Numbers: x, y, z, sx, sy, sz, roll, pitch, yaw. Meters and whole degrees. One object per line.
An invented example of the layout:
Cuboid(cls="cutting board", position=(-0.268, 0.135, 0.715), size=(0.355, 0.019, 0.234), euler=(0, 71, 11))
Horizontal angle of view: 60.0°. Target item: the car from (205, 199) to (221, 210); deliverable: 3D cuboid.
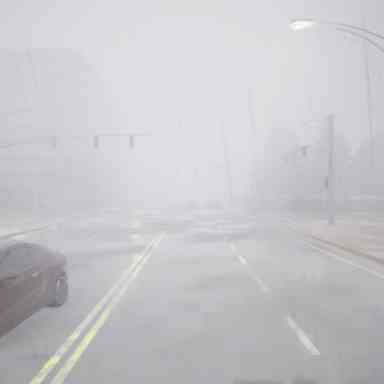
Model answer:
Cuboid(cls="car", position=(3.500, 1.967, 52.280), size=(1.837, 1.490, 4.892), euler=(0, -1, 0))

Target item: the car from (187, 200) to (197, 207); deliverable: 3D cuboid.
Cuboid(cls="car", position=(0.001, 2.156, 62.746), size=(1.895, 1.301, 4.718), euler=(0, -1, 0))

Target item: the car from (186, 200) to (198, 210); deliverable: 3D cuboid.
Cuboid(cls="car", position=(0.001, 2.010, 52.272), size=(2.033, 1.411, 5.357), euler=(0, -1, 0))

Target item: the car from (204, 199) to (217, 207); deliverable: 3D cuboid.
Cuboid(cls="car", position=(3.501, 2.046, 62.717), size=(2.128, 1.511, 4.902), euler=(0, -1, 0))

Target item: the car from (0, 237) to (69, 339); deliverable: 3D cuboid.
Cuboid(cls="car", position=(-3.544, 1.575, 5.421), size=(1.812, 1.442, 4.674), euler=(0, -1, 1))
